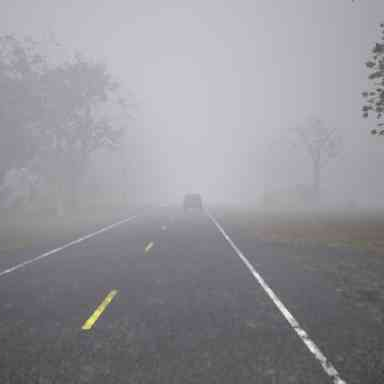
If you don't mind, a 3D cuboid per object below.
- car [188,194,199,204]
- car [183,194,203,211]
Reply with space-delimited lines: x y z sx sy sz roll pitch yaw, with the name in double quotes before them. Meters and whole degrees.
"car" 0.325 1.373 62.920 2.097 1.767 4.553 0 0 1
"car" 0.092 1.235 40.405 2.150 2.045 5.566 0 0 0
